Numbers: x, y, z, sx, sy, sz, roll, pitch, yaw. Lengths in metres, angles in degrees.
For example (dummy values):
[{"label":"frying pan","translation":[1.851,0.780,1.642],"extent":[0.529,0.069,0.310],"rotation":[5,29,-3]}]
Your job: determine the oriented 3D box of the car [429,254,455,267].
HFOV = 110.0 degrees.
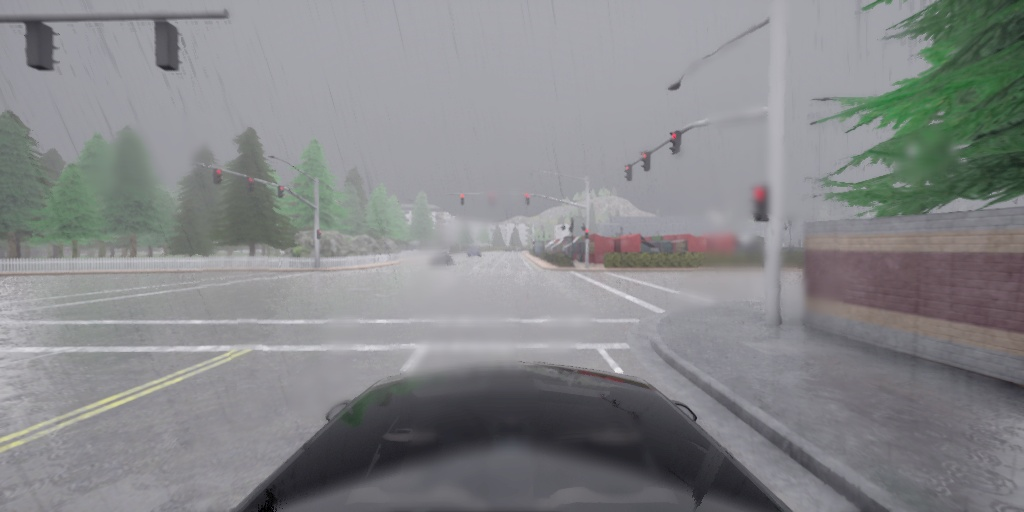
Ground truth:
[{"label":"car","translation":[-6.997,0.455,36.243],"extent":[1.994,1.385,4.181],"rotation":[0,2,0]}]
